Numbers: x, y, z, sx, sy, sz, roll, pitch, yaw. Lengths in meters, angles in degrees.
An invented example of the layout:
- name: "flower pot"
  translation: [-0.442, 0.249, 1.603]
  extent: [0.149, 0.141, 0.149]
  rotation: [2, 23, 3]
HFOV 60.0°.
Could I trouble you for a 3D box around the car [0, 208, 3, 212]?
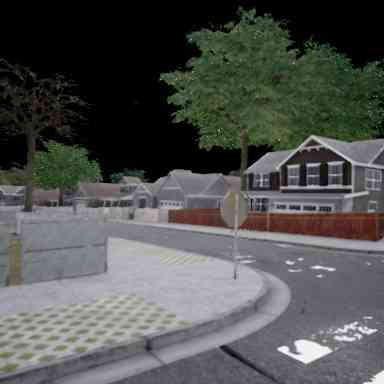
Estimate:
- name: "car"
  translation: [-43.141, 4.020, 72.690]
  extent: [5.357, 1.411, 2.033]
  rotation: [-2, -3, 40]
